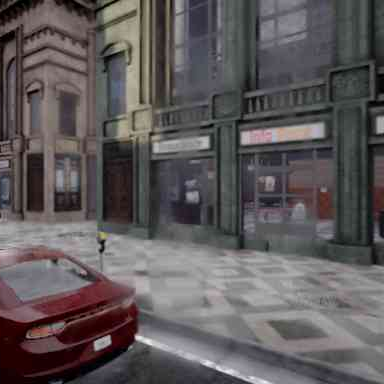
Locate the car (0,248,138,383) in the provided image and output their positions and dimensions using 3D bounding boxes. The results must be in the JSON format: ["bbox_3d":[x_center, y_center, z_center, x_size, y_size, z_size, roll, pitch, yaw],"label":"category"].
[{"bbox_3d":[-2.802,1.517,4.970,4.507,1.381,1.887,0,0,36],"label":"car"}]
